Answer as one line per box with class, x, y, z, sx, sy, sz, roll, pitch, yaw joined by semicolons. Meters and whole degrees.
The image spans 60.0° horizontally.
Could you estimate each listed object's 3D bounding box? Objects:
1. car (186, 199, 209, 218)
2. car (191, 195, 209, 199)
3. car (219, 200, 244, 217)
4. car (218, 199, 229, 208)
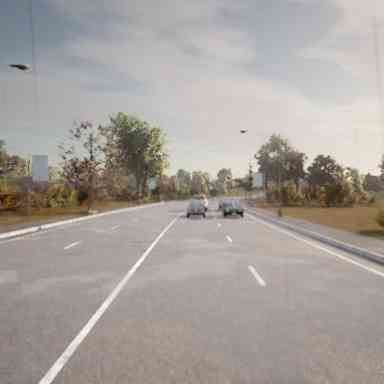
car;0.419;1.680;31.978;2.033;1.411;5.357;0;0;2
car;1.078;1.412;45.325;2.150;2.045;5.566;0;0;4
car;3.969;1.738;32.892;1.895;1.301;4.718;0;0;3
car;4.672;1.719;46.457;1.812;1.442;4.674;0;0;4
